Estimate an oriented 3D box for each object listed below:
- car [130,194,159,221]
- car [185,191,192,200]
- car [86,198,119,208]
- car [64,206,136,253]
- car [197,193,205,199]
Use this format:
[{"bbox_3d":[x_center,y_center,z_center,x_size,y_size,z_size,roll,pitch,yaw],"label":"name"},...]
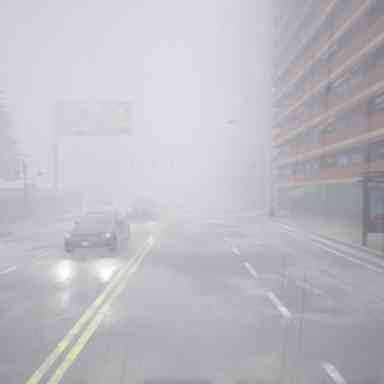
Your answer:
[{"bbox_3d":[-3.841,1.317,26.708,2.097,1.767,4.553,-1,0,0],"label":"car"},{"bbox_3d":[-0.926,1.287,89.783,2.128,1.511,4.902,-1,0,-1],"label":"car"},{"bbox_3d":[-7.344,1.347,27.246,2.097,1.767,4.553,-1,0,0],"label":"car"},{"bbox_3d":[-3.714,1.523,13.824,1.812,1.442,4.674,-1,0,-1],"label":"car"},{"bbox_3d":[2.564,1.227,90.629,1.837,1.490,4.892,-1,0,-1],"label":"car"}]
